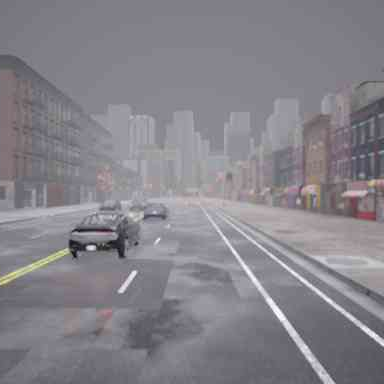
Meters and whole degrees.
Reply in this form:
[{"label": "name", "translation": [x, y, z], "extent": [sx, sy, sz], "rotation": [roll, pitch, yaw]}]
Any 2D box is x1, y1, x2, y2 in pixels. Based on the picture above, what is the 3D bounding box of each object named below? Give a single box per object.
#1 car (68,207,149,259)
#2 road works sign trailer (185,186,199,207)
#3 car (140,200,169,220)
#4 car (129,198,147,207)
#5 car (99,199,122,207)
[{"label": "car", "translation": [-3.153, 1.545, 12.827], "extent": [2.128, 1.511, 4.902], "rotation": [0, 0, 0]}, {"label": "road works sign trailer", "translation": [-0.010, 0.768, 58.916], "extent": [2.380, 3.560, 2.880], "rotation": [0, 0, 0]}, {"label": "car", "translation": [-3.157, 1.697, 30.105], "extent": [1.994, 1.385, 4.181], "rotation": [0, 0, 0]}, {"label": "car", "translation": [-6.591, 1.546, 41.846], "extent": [2.097, 1.767, 4.553], "rotation": [0, 0, 0]}, {"label": "car", "translation": [-9.842, 1.665, 40.402], "extent": [1.882, 1.535, 5.008], "rotation": [0, 0, 0]}]
